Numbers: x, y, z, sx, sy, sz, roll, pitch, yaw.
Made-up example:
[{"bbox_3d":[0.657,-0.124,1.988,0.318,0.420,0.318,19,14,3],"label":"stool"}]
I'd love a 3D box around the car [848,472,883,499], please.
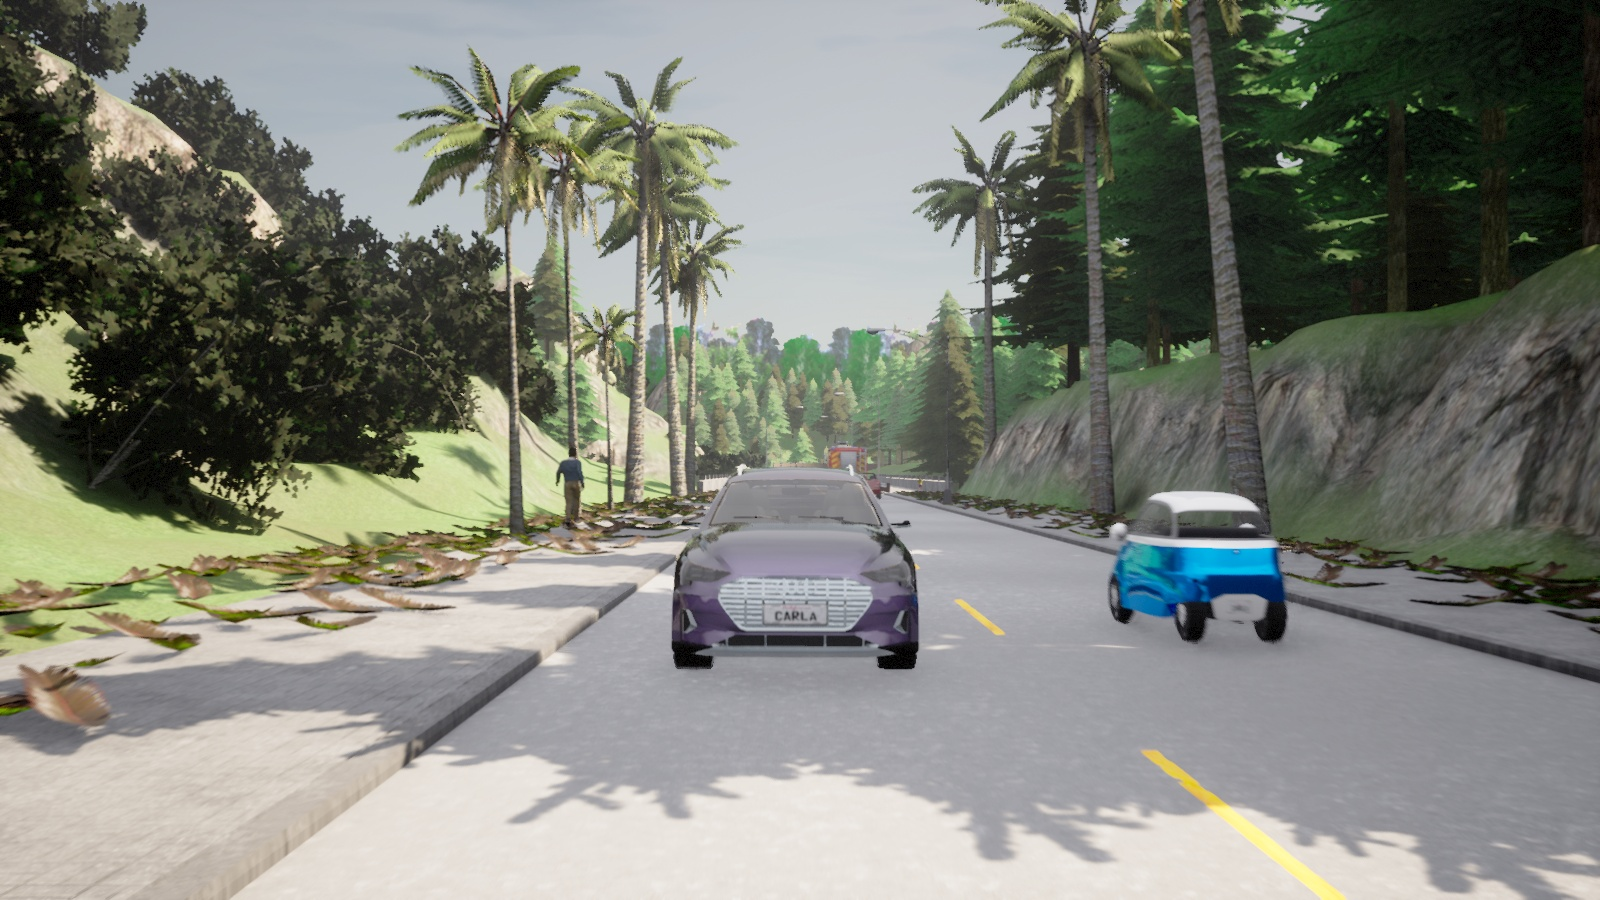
[{"bbox_3d":[3.731,2.020,72.044,1.845,1.501,3.633,0,-1,0],"label":"car"}]

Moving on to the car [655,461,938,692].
[{"bbox_3d":[-0.033,0.935,11.464,2.033,1.649,4.856,0,-1,0],"label":"car"}]

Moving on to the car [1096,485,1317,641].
[{"bbox_3d":[3.965,1.063,12.555,1.481,1.376,2.207,0,0,0],"label":"car"}]

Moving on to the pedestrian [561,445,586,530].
[{"bbox_3d":[-5.225,0.859,28.951,0.423,1.949,0.788,0,-1,0],"label":"pedestrian"}]
